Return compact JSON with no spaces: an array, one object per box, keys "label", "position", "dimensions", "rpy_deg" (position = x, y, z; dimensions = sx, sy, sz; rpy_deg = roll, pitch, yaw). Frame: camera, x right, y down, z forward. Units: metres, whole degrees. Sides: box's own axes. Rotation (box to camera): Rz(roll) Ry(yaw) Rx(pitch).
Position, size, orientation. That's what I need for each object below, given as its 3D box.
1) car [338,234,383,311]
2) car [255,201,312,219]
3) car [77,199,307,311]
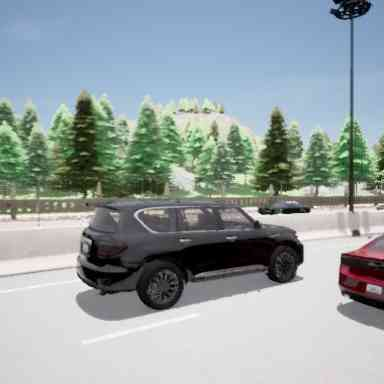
[{"label":"car","position":[5.140,1.449,6.768],"dimensions":[5.008,1.535,1.882],"rpy_deg":[0,0,-31]},{"label":"car","position":[7.894,1.469,28.602],"dimensions":[4.718,1.301,1.895],"rpy_deg":[0,0,-29]},{"label":"car","position":[0.198,1.182,7.901],"dimensions":[5.566,2.045,2.150],"rpy_deg":[0,0,-33]}]
